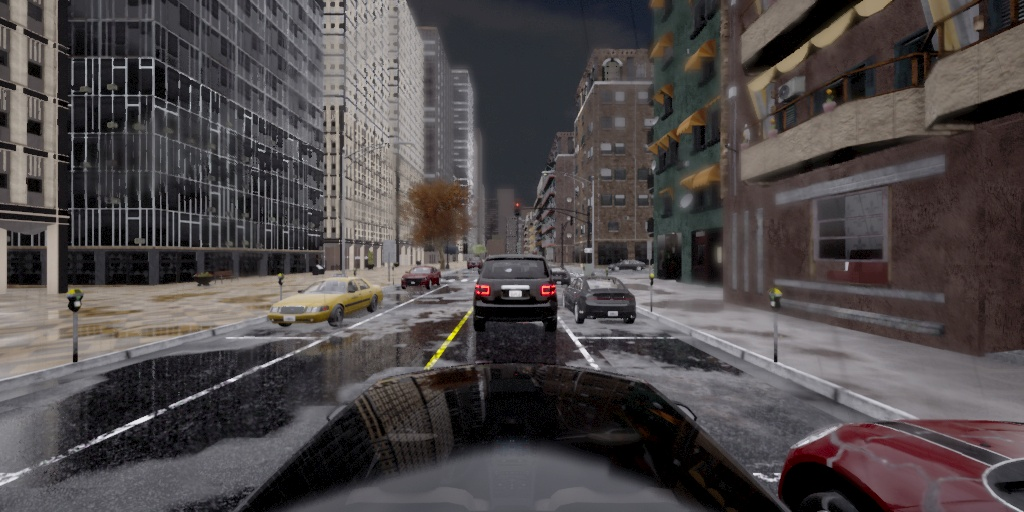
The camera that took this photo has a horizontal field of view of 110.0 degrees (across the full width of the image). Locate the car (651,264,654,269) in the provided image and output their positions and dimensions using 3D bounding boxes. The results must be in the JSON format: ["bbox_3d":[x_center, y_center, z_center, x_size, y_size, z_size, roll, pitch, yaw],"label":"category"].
[{"bbox_3d":[18.849,1.006,42.269,4.829,1.417,1.751,0,0,-1],"label":"car"}]

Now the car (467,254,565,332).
[{"bbox_3d":[0.094,0.972,11.018,2.150,2.045,5.566,0,0,0],"label":"car"}]

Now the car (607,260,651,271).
[{"bbox_3d":[13.452,1.108,42.217,4.403,1.370,2.007,0,0,-1],"label":"car"}]

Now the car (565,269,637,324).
[{"bbox_3d":[2.693,1.301,11.740,2.007,1.370,4.403,0,0,0],"label":"car"}]

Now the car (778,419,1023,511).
[{"bbox_3d":[2.687,1.190,0.675,1.967,1.591,4.097,0,0,0],"label":"car"}]

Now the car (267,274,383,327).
[{"bbox_3d":[-5.687,1.276,11.574,1.751,1.417,4.829,0,0,0],"label":"car"}]

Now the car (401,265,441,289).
[{"bbox_3d":[-5.683,1.299,22.810,1.888,1.381,4.507,0,0,0],"label":"car"}]
